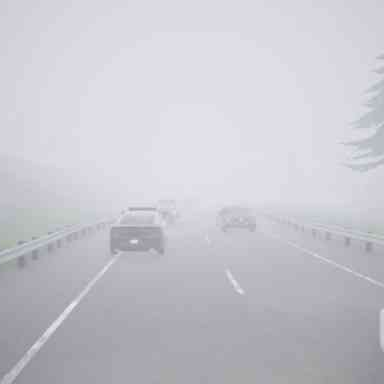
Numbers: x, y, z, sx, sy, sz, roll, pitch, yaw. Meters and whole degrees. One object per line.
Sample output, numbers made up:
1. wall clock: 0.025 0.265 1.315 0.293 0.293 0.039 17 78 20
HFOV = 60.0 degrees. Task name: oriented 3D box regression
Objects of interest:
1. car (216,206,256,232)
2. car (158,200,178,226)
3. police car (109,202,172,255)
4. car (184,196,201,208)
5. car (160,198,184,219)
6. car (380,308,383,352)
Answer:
1. car: 2.549 1.539 20.043 2.033 1.411 5.357 0 0 -1
2. car: -2.155 1.517 23.328 1.812 1.442 4.674 0 0 0
3. police car: -1.984 1.420 13.465 1.930 1.638 5.238 0 0 -2
4. car: -0.144 1.332 48.811 2.097 1.767 4.553 0 0 4
5. car: -2.095 1.339 29.283 2.097 1.767 4.553 0 0 1
6. car: 3.390 1.221 1.478 2.150 2.045 5.566 0 0 -4
